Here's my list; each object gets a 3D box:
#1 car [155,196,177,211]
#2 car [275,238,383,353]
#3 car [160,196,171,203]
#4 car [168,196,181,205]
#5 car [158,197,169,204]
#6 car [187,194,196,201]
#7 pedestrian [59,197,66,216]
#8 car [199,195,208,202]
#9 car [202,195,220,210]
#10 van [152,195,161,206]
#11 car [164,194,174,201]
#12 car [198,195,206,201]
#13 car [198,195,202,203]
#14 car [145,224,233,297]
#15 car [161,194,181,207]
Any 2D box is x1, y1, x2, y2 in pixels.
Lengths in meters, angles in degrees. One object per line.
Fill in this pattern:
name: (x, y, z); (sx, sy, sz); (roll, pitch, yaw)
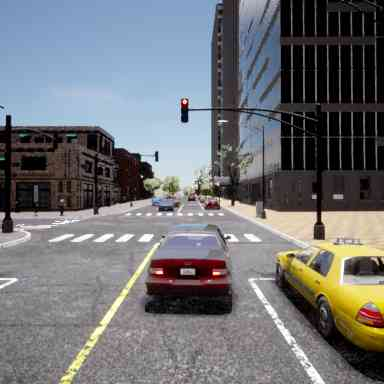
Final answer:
car: (-3.154, 1.562, 41.084); (2.033, 1.411, 5.357); (0, 0, -3)
car: (2.834, 1.527, 6.326); (1.752, 1.417, 4.829); (1, 0, 0)
car: (-5.733, 1.594, 71.784); (1.947, 1.339, 4.313); (1, 0, 0)
car: (-3.112, 1.515, 61.360); (2.128, 1.511, 4.902); (0, 0, 0)
car: (-5.729, 1.607, 66.249); (1.802, 1.307, 4.206); (1, 0, 0)
car: (-0.061, 1.387, 81.614); (2.097, 1.767, 4.553); (0, 0, 0)
pedestrian: (-12.569, 1.369, 32.087); (0.375, 1.860, 0.375); (0, 0, 1)
car: (2.644, 1.556, 77.483); (1.752, 1.417, 4.829); (1, 0, 0)
car: (2.670, 1.456, 44.103); (1.967, 1.590, 4.097); (1, 0, 0)
van: (-5.717, 1.362, 55.181); (1.690, 1.788, 3.998); (1, 0, 0)
car: (-5.737, 1.348, 82.852); (2.192, 1.841, 5.009); (1, 0, 0)
car: (2.635, 1.580, 88.382); (1.887, 1.381, 4.507); (1, 0, 0)
car: (2.648, 1.553, 71.948); (1.752, 1.417, 4.829); (1, 0, 0)
car: (0.068, 1.550, 8.775); (2.033, 1.411, 5.357); (0, 0, 3)
car: (-3.133, 1.371, 50.983); (2.097, 1.767, 4.553); (0, 0, 0)
